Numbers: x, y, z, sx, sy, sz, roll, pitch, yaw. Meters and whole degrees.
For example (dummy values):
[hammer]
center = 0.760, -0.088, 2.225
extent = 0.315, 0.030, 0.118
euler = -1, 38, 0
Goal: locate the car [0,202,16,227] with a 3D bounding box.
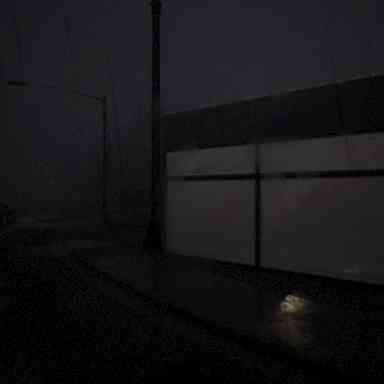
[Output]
[car]
center = -12.964, 1.421, 21.920
extent = 1.837, 1.490, 4.892
euler = 0, -1, -17
